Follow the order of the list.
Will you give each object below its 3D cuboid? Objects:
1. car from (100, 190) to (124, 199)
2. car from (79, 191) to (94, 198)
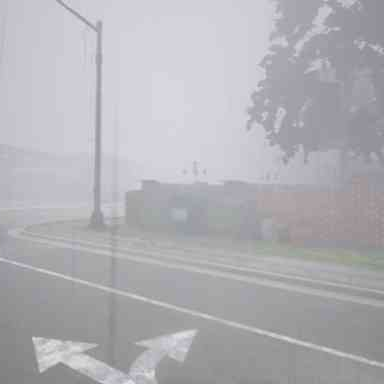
[{"bbox_3d":[-15.042,0.433,62.366,2.242,1.667,4.611,1,1,36],"label":"car"},{"bbox_3d":[-20.174,0.490,65.062,1.970,1.475,3.806,1,1,36],"label":"car"}]
